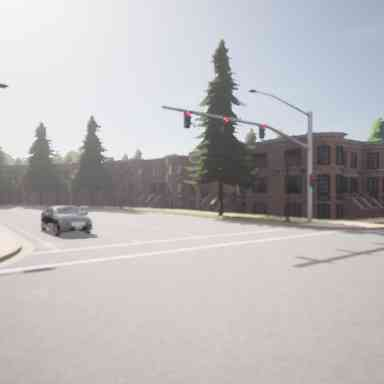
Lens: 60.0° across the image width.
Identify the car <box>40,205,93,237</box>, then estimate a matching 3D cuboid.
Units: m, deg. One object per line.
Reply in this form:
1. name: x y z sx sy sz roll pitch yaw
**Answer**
1. car: -7.036 1.504 18.468 2.128 1.511 4.902 0 0 -36
